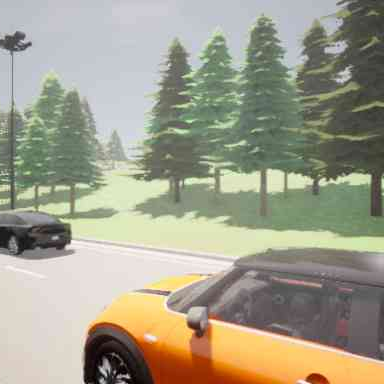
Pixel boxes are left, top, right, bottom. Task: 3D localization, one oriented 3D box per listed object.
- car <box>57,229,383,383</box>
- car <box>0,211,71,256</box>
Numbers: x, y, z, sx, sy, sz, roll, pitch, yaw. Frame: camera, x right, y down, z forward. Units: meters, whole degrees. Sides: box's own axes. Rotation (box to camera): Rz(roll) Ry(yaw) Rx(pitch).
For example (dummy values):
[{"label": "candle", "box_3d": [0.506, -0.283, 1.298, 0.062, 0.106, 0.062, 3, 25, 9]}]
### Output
[{"label": "car", "box_3d": [0.962, 1.350, 3.305, 4.553, 1.767, 2.097, 0, 0, 35]}, {"label": "car", "box_3d": [-6.831, 1.474, 13.160, 5.008, 1.535, 1.882, 0, 0, 35]}]
